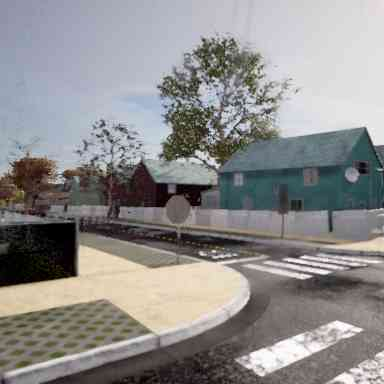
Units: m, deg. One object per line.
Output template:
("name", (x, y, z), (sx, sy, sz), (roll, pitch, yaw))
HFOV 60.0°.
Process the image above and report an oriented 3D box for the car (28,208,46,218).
("car", (-21.243, 2.878, 45.211), (1.895, 1.301, 4.718), (2, -2, -35))
